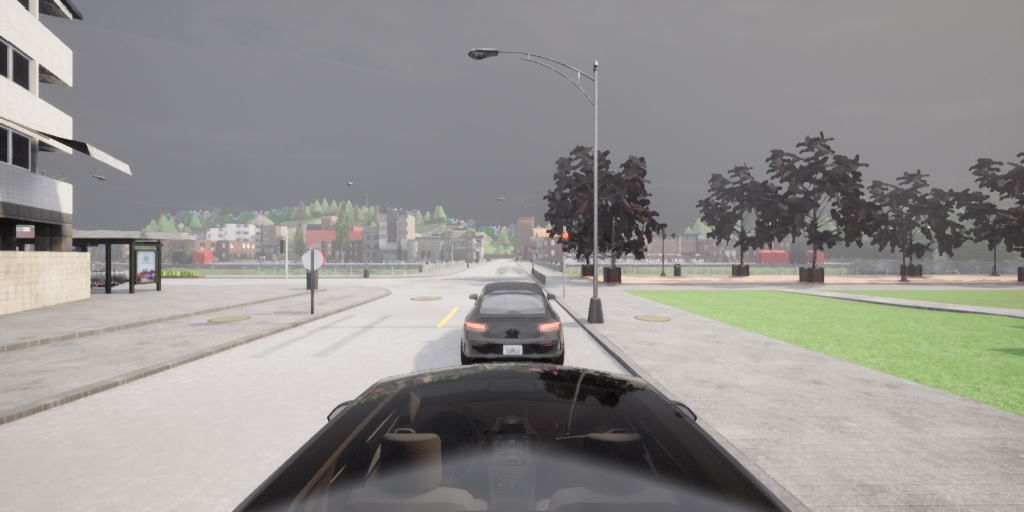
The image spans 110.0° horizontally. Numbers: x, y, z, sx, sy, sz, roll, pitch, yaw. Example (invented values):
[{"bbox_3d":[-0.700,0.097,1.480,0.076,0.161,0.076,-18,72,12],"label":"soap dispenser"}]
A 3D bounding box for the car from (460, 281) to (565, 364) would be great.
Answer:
[{"bbox_3d":[0.007,1.276,7.806,1.812,1.442,4.674,0,0,0],"label":"car"}]

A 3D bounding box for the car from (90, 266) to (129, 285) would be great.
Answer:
[{"bbox_3d":[-28.309,1.350,25.268,4.718,1.301,1.895,0,0,0],"label":"car"}]
